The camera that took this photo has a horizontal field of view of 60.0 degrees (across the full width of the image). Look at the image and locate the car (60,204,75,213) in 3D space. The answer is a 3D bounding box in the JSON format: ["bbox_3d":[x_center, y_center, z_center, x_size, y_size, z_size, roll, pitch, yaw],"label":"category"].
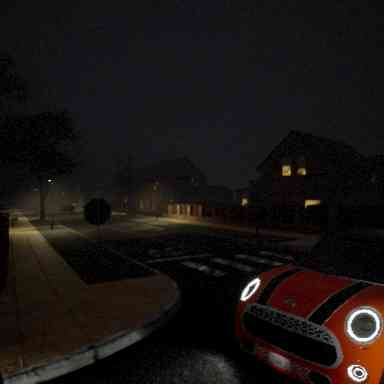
[{"bbox_3d":[-21.344,2.777,57.084,1.882,1.535,5.008,-1,-1,-29],"label":"car"}]

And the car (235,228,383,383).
[{"bbox_3d":[2.806,1.427,5.289,4.553,1.767,2.097,1,0,-38],"label":"car"}]
